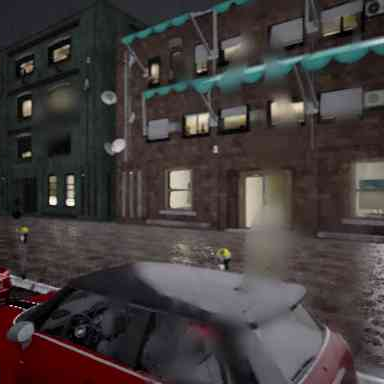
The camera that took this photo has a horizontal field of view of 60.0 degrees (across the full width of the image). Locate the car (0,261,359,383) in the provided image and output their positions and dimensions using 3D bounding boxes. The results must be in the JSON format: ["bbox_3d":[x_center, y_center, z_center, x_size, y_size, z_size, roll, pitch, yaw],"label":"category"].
[{"bbox_3d":[-0.637,1.453,3.323,4.097,1.590,1.967,0,0,35],"label":"car"}]
